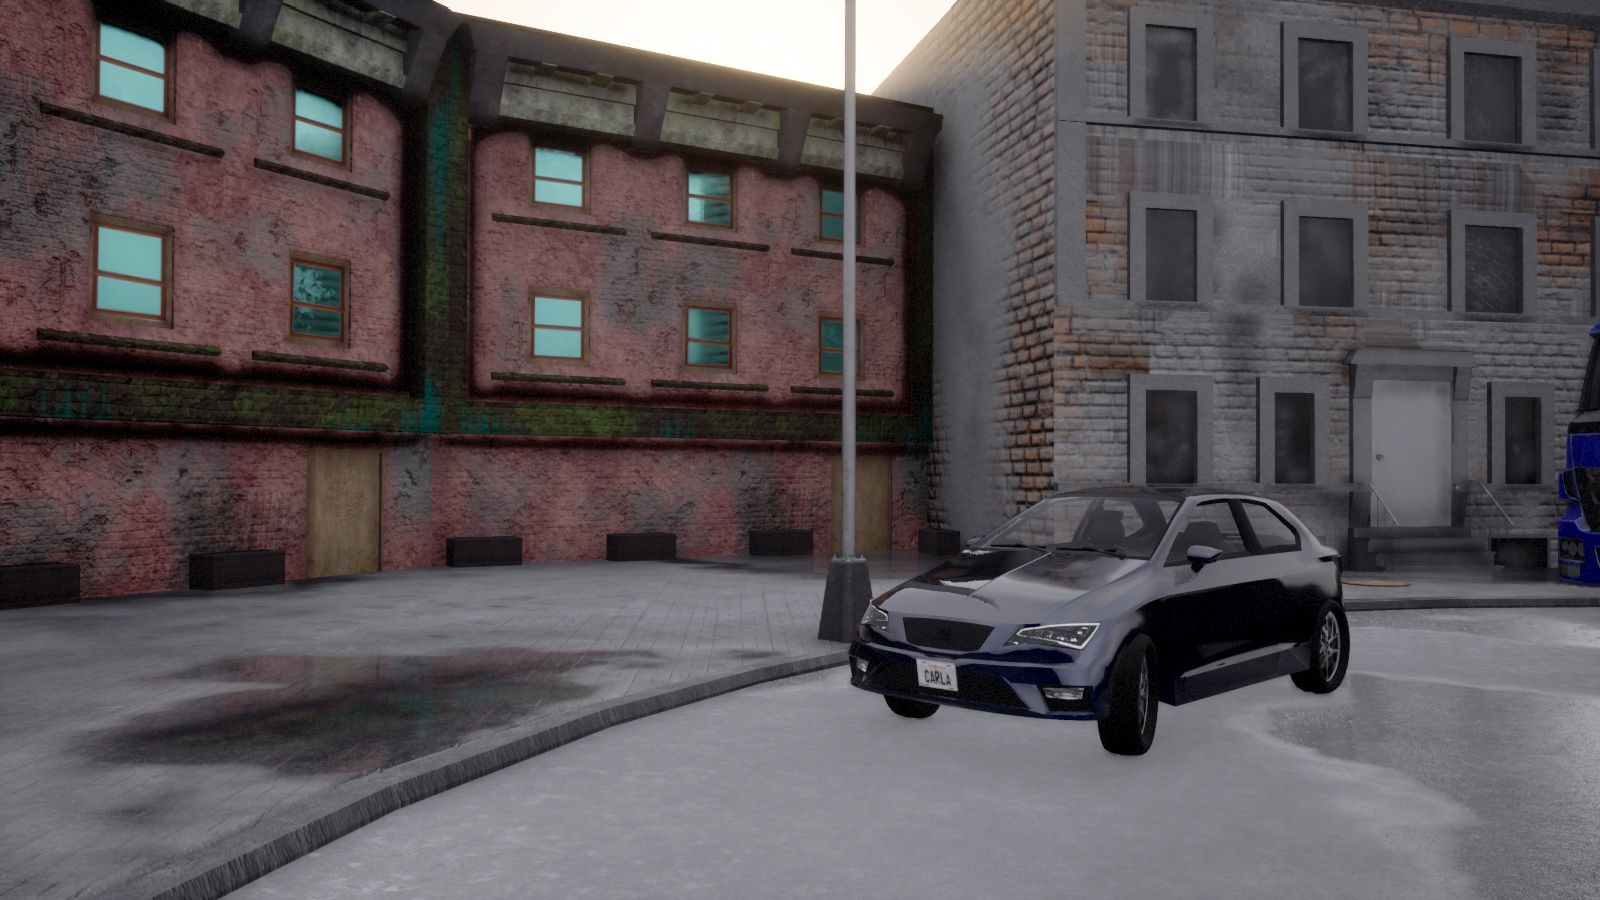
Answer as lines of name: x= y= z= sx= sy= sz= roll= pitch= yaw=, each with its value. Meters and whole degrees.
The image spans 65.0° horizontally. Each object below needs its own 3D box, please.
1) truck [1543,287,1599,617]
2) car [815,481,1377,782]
truck: x=12.379 y=-0.002 z=12.812 sx=7.936 sy=3.462 sz=2.891 roll=0 pitch=-1 yaw=-3
car: x=2.194 y=0.963 z=8.457 sx=1.816 sy=1.474 sz=4.193 roll=-1 pitch=-1 yaw=43
